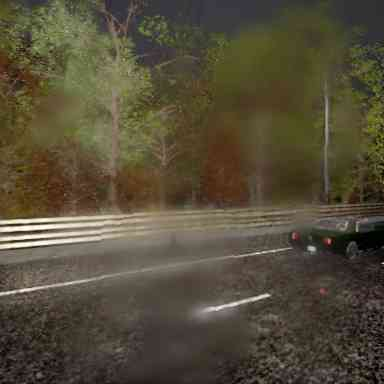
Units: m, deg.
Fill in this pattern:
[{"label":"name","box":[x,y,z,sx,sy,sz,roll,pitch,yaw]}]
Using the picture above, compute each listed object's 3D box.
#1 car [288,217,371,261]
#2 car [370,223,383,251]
[{"label":"car","box":[5.777,1.578,12.290,4.718,1.301,1.895,0,0,-35]},{"label":"car","box":[6.798,1.501,8.673,4.674,1.442,1.812,0,0,-36]}]
